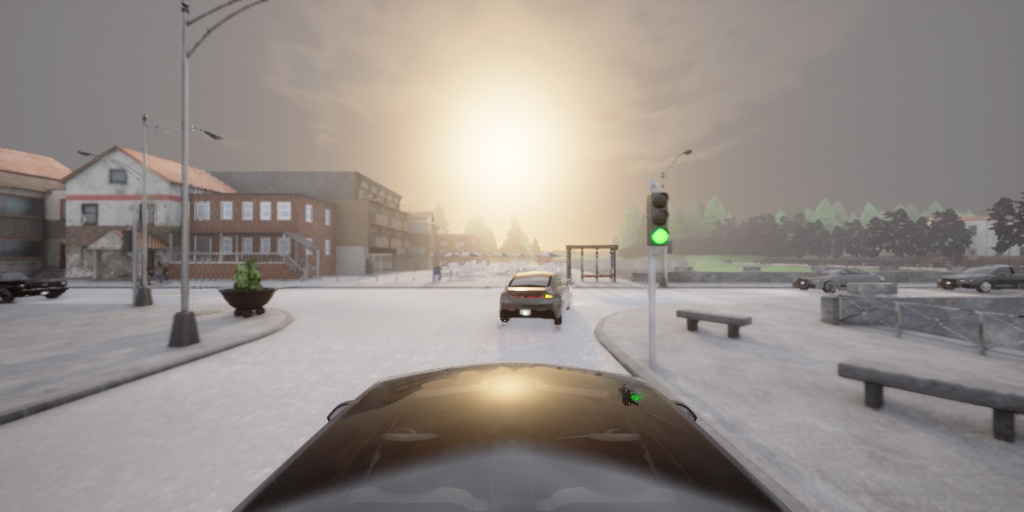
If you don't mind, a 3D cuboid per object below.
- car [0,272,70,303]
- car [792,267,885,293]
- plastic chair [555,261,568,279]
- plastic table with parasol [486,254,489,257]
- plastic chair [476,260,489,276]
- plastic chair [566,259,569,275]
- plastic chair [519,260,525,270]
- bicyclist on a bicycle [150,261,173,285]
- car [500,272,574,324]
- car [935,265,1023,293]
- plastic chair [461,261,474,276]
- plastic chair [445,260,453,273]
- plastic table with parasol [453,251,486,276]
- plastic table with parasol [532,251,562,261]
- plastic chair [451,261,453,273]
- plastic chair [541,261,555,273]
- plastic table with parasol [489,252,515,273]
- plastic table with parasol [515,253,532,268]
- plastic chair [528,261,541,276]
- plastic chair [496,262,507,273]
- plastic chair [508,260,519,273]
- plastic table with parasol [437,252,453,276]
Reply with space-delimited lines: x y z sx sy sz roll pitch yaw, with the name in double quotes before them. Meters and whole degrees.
"car" -23.467 1.380 16.332 4.718 1.301 1.895 0 0 0
"car" 18.642 1.352 20.547 4.181 1.385 1.994 0 0 0
"plastic chair" 4.835 1.347 35.440 0.730 1.272 0.750 0 0 0
"plastic table with parasol" -4.630 0.788 57.868 2.482 2.480 2.482 0 0 0
"plastic chair" -2.965 1.349 36.238 0.730 1.272 0.750 0 0 0
"plastic chair" 6.333 1.365 44.140 0.730 1.272 0.750 0 0 0
"plastic chair" 1.036 1.376 49.771 0.750 1.272 0.730 0 0 -1
"bicyclist on a bicycle" -24.194 1.145 24.730 0.582 1.620 1.656 0 0 0
"car" 0.937 1.278 12.192 1.837 1.490 4.892 -1 0 14
"car" 27.427 1.294 20.548 4.892 1.490 1.837 0 0 0
"plastic chair" -4.365 1.347 35.138 0.750 1.272 0.730 0 0 0
"plastic chair" -7.063 1.360 41.769 0.750 1.272 0.730 0 0 -1
"plastic table with parasol" -4.245 0.745 36.358 2.482 2.480 2.482 0 0 0
"plastic table with parasol" 3.575 0.744 35.610 2.482 2.480 2.482 0 0 0
"plastic chair" -5.565 1.349 36.438 0.730 1.272 0.750 0 0 0
"plastic chair" 3.435 1.345 34.340 0.750 1.272 0.730 0 0 0
"plastic table with parasol" -1.217 0.759 43.339 2.482 2.480 2.482 0 0 0
"plastic table with parasol" 1.152 0.774 50.949 2.482 2.480 2.482 0 0 0
"plastic chair" 2.235 1.348 35.639 0.730 1.272 0.750 0 0 0
"plastic chair" -1.266 1.361 42.139 0.750 1.272 0.730 0 0 0
"plastic chair" 0.133 1.363 43.239 0.730 1.272 0.750 0 0 0
"plastic table with parasol" -7.137 0.758 42.948 2.482 2.480 2.482 0 0 0
